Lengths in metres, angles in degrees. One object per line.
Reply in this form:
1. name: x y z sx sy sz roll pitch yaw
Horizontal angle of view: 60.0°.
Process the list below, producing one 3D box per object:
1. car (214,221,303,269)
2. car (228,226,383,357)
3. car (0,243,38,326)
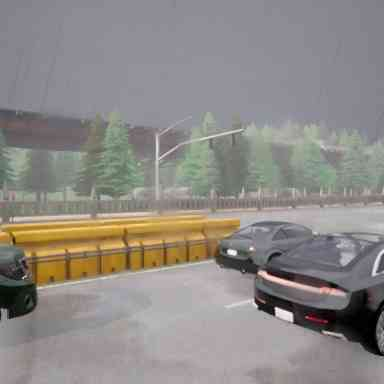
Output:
1. car: 2.693 1.564 9.948 4.181 1.385 1.994 0 0 -36
2. car: 3.249 1.492 6.051 4.902 1.511 2.128 0 0 -36
3. car: -5.131 1.221 4.392 5.566 2.045 2.150 0 0 -35
